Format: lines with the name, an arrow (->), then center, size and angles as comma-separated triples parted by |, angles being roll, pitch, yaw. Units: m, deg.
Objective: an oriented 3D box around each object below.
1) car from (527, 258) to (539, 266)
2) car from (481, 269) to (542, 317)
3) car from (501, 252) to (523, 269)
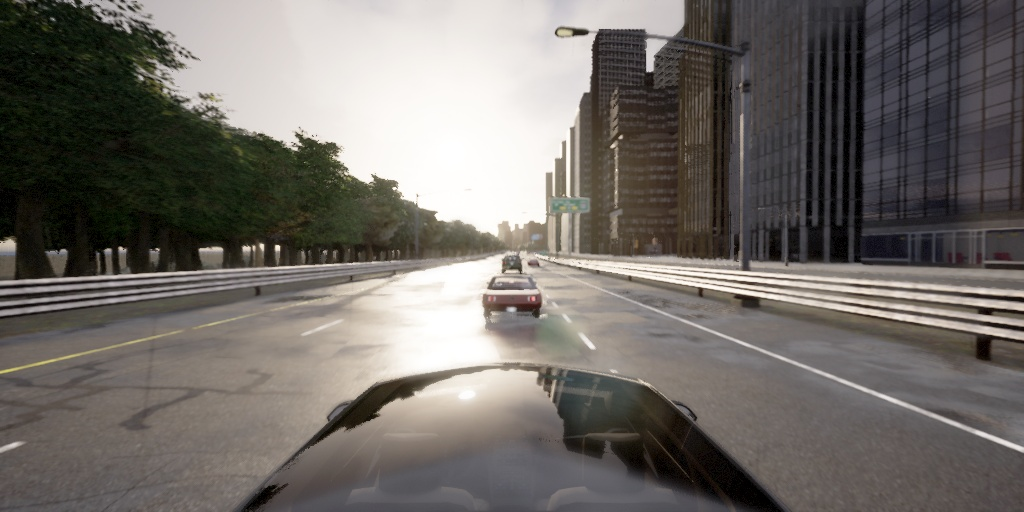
car -> 3.751, 1.107, 64.116 | 1.994, 1.385, 4.181 | 0, 0, 0
car -> -0.009, 1.332, 13.120 | 1.895, 1.301, 4.718 | 0, 0, 0
car -> 0.003, 0.886, 39.160 | 2.150, 2.045, 5.566 | 0, 0, 0
